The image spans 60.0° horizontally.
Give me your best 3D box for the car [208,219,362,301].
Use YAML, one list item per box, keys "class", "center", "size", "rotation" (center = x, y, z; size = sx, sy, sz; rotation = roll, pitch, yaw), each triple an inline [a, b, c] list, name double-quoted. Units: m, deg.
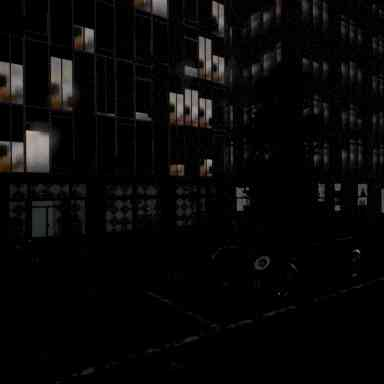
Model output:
- class: "car"
  center: [2.344, 1.439, 8.225]
  size: [4.097, 1.590, 1.967]
  rotation: [0, -1, -35]
